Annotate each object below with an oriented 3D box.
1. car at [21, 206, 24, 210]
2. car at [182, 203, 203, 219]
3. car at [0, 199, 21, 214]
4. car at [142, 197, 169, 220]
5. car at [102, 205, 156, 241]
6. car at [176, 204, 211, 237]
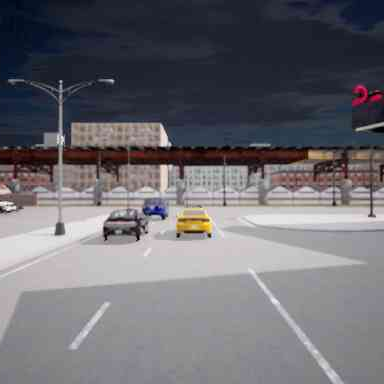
[{"bbox_3d":[-25.454,1.986,44.393,5.357,1.411,2.033,0,-1,0],"label":"car"},{"bbox_3d":[0.165,1.902,34.233,1.994,1.385,4.181,0,-1,3],"label":"car"},{"bbox_3d":[-24.704,1.625,40.888,5.566,2.045,2.150,0,-1,0],"label":"car"},{"bbox_3d":[-3.468,1.535,31.703,2.150,2.045,5.566,0,-1,0],"label":"car"},{"bbox_3d":[-3.406,1.668,17.828,2.128,1.511,4.902,0,-1,0],"label":"car"},{"bbox_3d":[0.094,1.671,19.458,1.882,1.535,5.008,0,-1,0],"label":"car"}]
